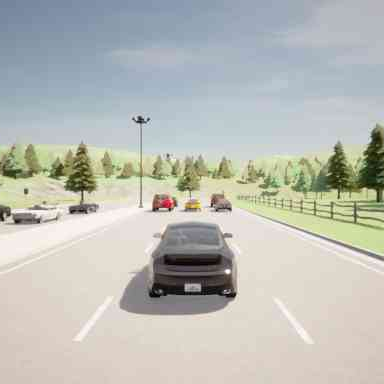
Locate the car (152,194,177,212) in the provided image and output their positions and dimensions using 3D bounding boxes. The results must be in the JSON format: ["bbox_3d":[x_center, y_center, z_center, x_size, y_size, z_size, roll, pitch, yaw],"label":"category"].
[{"bbox_3d":[-3.365,1.221,39.154,2.150,2.045,5.566,0,0,1],"label":"car"}]

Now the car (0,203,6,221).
[{"bbox_3d":[-15.012,1.491,23.956,2.128,1.511,4.902,0,0,0],"label":"car"}]

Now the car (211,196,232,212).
[{"bbox_3d":[3.635,1.547,39.103,2.033,1.411,5.357,0,0,1],"label":"car"}]

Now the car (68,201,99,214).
[{"bbox_3d":[-11.409,1.601,35.246,1.895,1.301,4.718,0,0,0],"label":"car"}]

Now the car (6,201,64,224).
[{"bbox_3d":[-11.515,1.601,25.053,1.895,1.301,4.718,0,0,1],"label":"car"}]

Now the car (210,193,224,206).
[{"bbox_3d":[3.883,1.221,49.727,2.150,2.045,5.566,0,0,2],"label":"car"}]

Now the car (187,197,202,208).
[{"bbox_3d":[0.383,1.491,49.798,2.128,1.511,4.902,0,0,2],"label":"car"}]

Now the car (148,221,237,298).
[{"bbox_3d":[0.021,1.504,8.509,1.837,1.490,4.892,0,0,0],"label":"car"}]

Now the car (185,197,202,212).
[{"bbox_3d":[0.139,1.477,39.528,1.882,1.535,5.008,0,0,1],"label":"car"}]

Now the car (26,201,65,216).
[{"bbox_3d":[-14.912,1.601,34.099,1.895,1.301,4.718,0,0,0],"label":"car"}]
